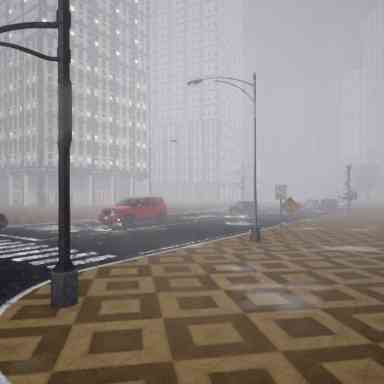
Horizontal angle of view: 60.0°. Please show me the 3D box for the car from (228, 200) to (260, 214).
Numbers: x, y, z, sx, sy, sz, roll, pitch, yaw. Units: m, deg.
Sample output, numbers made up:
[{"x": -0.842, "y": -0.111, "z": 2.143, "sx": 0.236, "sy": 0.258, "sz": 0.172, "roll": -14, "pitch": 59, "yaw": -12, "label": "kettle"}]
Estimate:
[{"x": 5.940, "y": 1.733, "z": 38.557, "sx": 1.882, "sy": 1.535, "sz": 5.008, "roll": 0, "pitch": -1, "yaw": 34, "label": "car"}]

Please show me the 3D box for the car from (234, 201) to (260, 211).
[{"x": 7.860, "y": 1.922, "z": 47.258, "sx": 1.895, "sy": 1.301, "sz": 4.718, "roll": 0, "pitch": -1, "yaw": 33, "label": "car"}]

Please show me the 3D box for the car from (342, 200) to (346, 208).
[{"x": 24.402, "y": 1.965, "z": 55.237, "sx": 1.895, "sy": 1.301, "sz": 4.718, "roll": 0, "pitch": 0, "yaw": 30, "label": "car"}]

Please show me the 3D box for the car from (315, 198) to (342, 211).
[{"x": 19.244, "y": 1.663, "z": 46.754, "sx": 2.097, "sy": 1.767, "sz": 4.553, "roll": 0, "pitch": 0, "yaw": 32, "label": "car"}]

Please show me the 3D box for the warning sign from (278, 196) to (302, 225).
[{"x": 6.783, "y": 1.251, "z": 22.979, "sx": 1.300, "sy": 1.860, "sz": 1.060, "roll": 0, "pitch": 0, "yaw": 34, "label": "warning sign"}]

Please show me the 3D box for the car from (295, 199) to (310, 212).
[{"x": 13.860, "y": 1.898, "z": 44.380, "sx": 1.895, "sy": 1.301, "sz": 4.718, "roll": 0, "pitch": -1, "yaw": 33, "label": "car"}]

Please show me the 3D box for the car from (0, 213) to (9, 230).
[{"x": -12.579, "y": 1.598, "z": 17.824, "sx": 1.837, "sy": 1.490, "sz": 4.892, "roll": 0, "pitch": -1, "yaw": 40, "label": "car"}]

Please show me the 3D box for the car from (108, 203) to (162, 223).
[{"x": -4.795, "y": 1.705, "z": 28.547, "sx": 1.812, "sy": 1.442, "sz": 4.674, "roll": 0, "pitch": -1, "yaw": 34, "label": "car"}]

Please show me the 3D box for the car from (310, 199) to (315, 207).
[{"x": 19.081, "y": 1.831, "z": 52.776, "sx": 1.882, "sy": 1.535, "sz": 5.008, "roll": 0, "pitch": 0, "yaw": 31, "label": "car"}]

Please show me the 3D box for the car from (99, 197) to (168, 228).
[{"x": -4.025, "y": 1.366, "z": 23.915, "sx": 2.150, "sy": 2.045, "sz": 5.566, "roll": 0, "pitch": -1, "yaw": 34, "label": "car"}]
